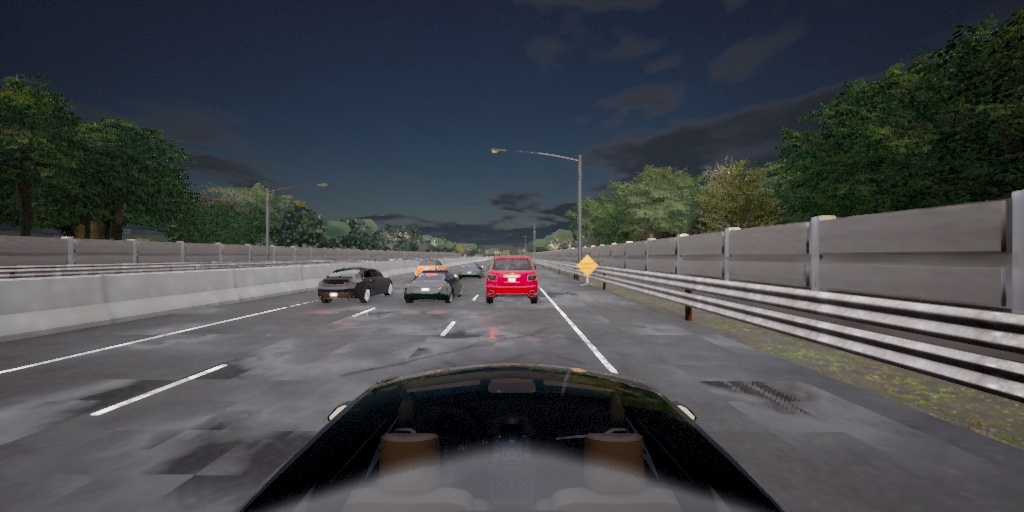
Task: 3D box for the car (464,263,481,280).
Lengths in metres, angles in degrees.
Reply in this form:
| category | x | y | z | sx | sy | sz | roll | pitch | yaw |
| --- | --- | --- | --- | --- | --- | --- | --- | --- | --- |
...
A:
| category | x | y | z | sx | sy | sz | roll | pitch | yaw |
| --- | --- | --- | --- | --- | --- | --- | --- | --- | --- |
| car | -3.500 | 1.322 | 31.500 | 1.994 | 1.385 | 4.181 | 0 | 0 | 0 |

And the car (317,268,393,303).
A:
| category | x | y | z | sx | sy | sz | roll | pitch | yaw |
| --- | --- | --- | --- | --- | --- | --- | --- | --- | --- |
| car | -7.000 | 1.267 | 16.499 | 1.837 | 1.490 | 4.892 | 0 | 0 | 0 |

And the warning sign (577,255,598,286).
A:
| category | x | y | z | sx | sy | sz | roll | pitch | yaw |
| --- | --- | --- | --- | --- | --- | --- | --- | --- | --- |
| warning sign | 4.549 | 0.865 | 21.621 | 1.300 | 1.860 | 1.060 | 0 | 0 | 0 |

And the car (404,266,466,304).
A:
| category | x | y | z | sx | sy | sz | roll | pitch | yaw |
| --- | --- | --- | --- | --- | --- | --- | --- | --- | --- |
| car | -3.500 | 1.323 | 16.499 | 1.994 | 1.385 | 4.181 | 0 | 0 | 0 |

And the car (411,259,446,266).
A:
| category | x | y | z | sx | sy | sz | roll | pitch | yaw |
| --- | --- | --- | --- | --- | --- | --- | --- | --- | --- |
| car | -7.000 | 1.115 | 31.470 | 2.097 | 1.767 | 4.553 | 0 | 0 | 0 |

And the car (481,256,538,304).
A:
| category | x | y | z | sx | sy | sz | roll | pitch | yaw |
| --- | --- | --- | --- | --- | --- | --- | --- | --- | --- |
| car | 0.000 | 1.008 | 16.530 | 2.150 | 2.045 | 5.566 | 0 | 0 | 0 |
